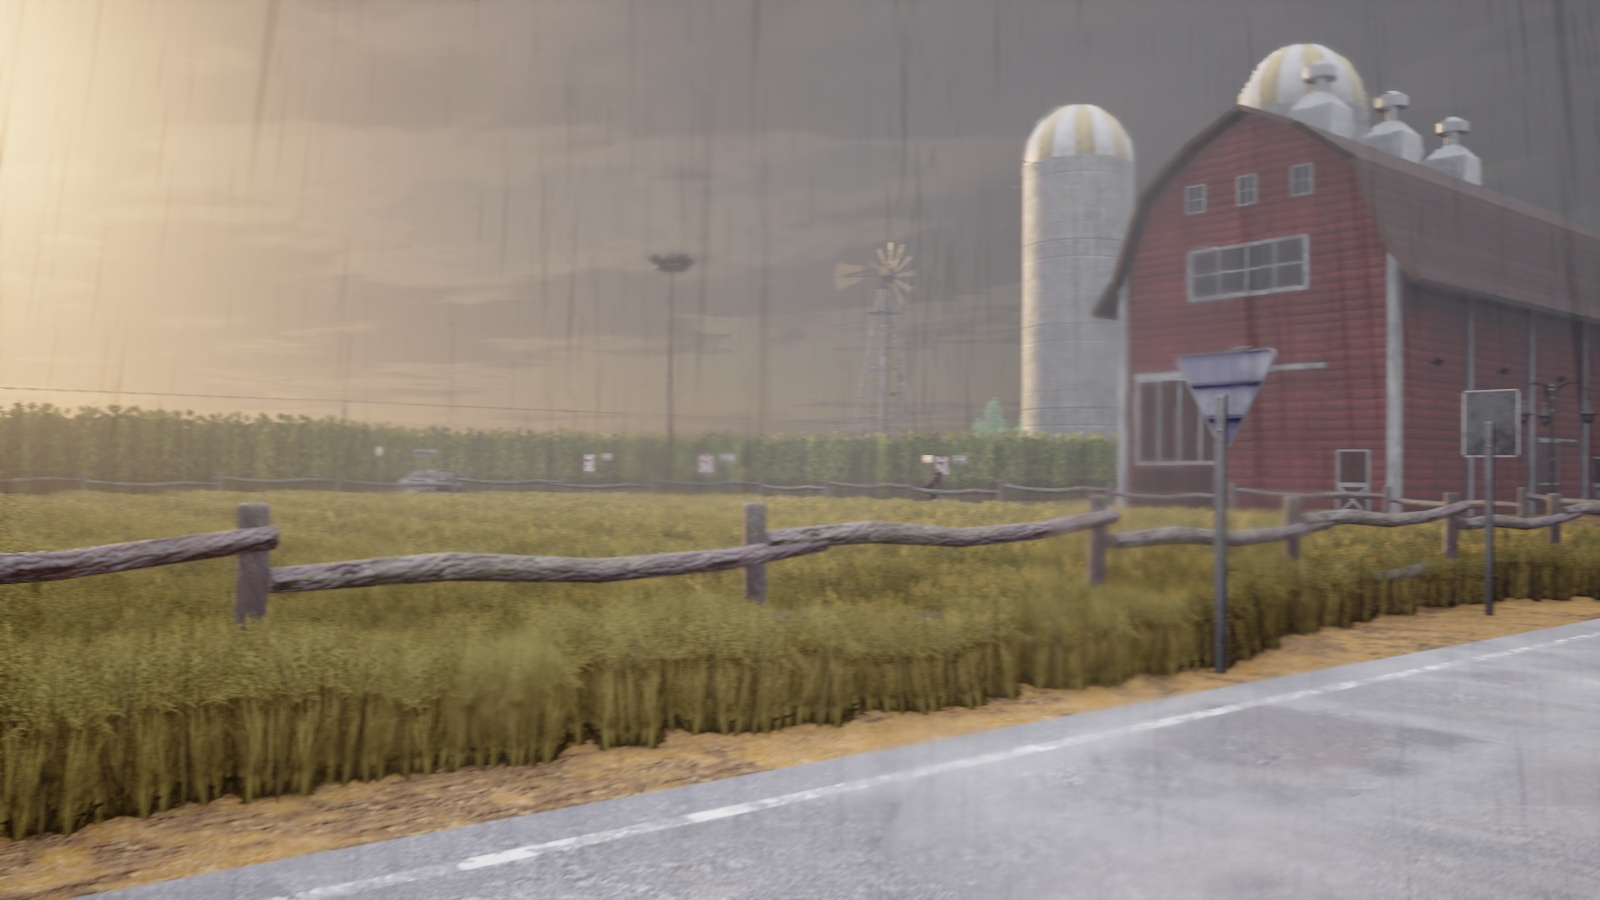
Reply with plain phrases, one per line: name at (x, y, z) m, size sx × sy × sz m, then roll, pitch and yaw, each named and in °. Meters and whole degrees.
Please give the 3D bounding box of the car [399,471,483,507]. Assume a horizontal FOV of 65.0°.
car at (-15.987, 1.719, 56.137) m, size 2.007 × 1.525 × 4.514 m, roll 0°, pitch -1°, yaw 7°
